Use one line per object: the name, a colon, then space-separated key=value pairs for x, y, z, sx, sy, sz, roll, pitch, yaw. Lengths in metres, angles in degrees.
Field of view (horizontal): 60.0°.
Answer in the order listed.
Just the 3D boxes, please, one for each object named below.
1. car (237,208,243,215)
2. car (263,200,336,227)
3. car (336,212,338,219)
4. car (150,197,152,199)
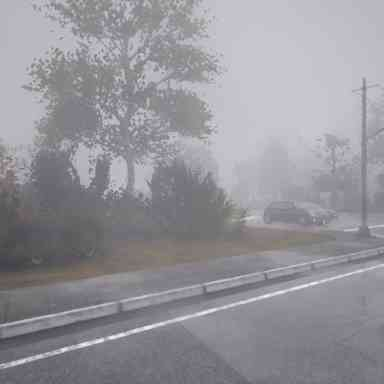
car: x=3.501 y=1.780 z=33.716 sx=1.994 sy=1.385 sz=4.181 roll=0 pitch=-1 yaw=-42
car: x=7.313 y=1.425 z=23.643 sx=2.097 sy=1.767 sz=4.553 roll=0 pitch=-1 yaw=-38
car: x=9.212 y=1.593 z=26.889 sx=1.837 sy=1.490 sz=4.892 roll=0 pitch=-1 yaw=-42
car: x=-6.113 y=1.848 z=53.041 sx=5.566 sy=2.045 sz=2.150 roll=-2 pitch=-1 yaw=40
